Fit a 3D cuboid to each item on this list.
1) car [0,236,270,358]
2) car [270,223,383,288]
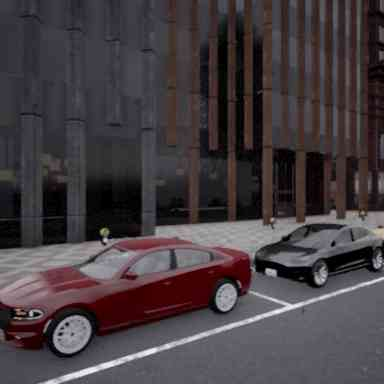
[{"bbox_3d":[-0.905,1.544,6.003,4.507,1.381,1.887,0,0,-35],"label":"car"},{"bbox_3d":[3.684,1.565,9.275,4.313,1.339,1.947,0,0,-35],"label":"car"}]
